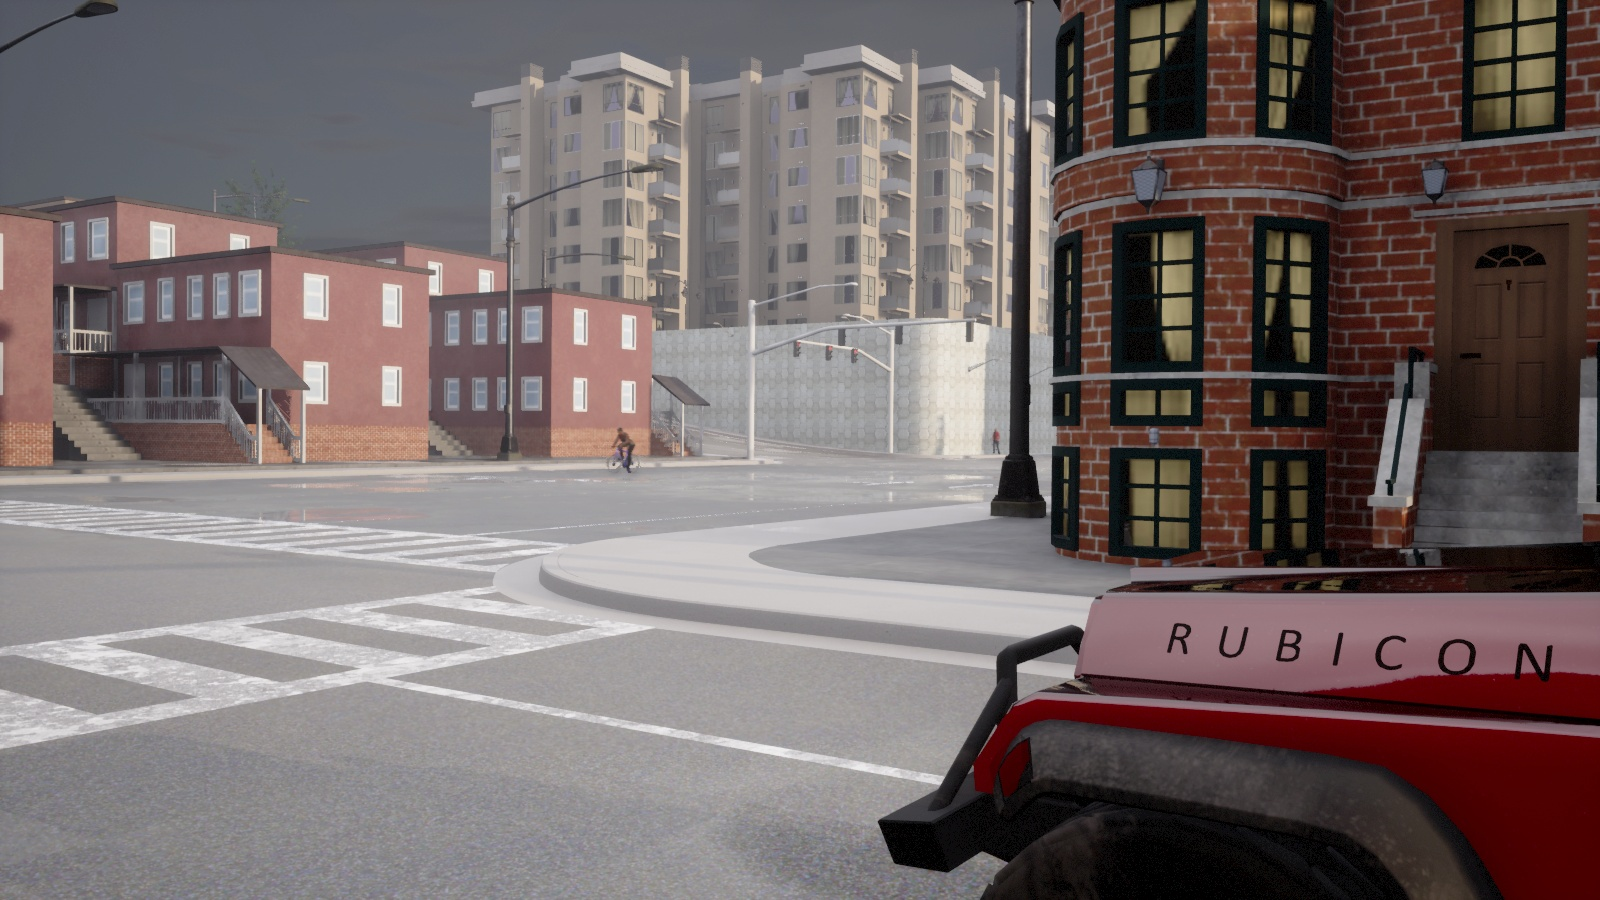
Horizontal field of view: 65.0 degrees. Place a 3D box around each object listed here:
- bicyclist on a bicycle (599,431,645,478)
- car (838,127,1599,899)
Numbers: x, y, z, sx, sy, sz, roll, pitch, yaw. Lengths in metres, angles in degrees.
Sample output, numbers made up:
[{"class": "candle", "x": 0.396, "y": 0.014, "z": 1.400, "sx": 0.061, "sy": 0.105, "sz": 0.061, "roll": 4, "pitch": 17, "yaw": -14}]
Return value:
[{"class": "bicyclist on a bicycle", "x": -6.185, "y": 0.143, "z": 43.711, "sx": 0.582, "sy": 1.620, "sz": 1.656, "roll": 0, "pitch": 1, "yaw": 33}, {"class": "car", "x": 2.219, "y": 0.478, "z": 2.153, "sx": 3.866, "sy": 1.878, "sz": 1.905, "roll": 0, "pitch": 1, "yaw": 33}]
